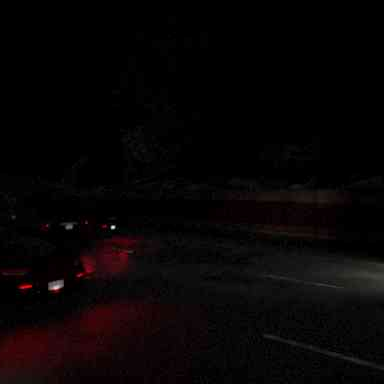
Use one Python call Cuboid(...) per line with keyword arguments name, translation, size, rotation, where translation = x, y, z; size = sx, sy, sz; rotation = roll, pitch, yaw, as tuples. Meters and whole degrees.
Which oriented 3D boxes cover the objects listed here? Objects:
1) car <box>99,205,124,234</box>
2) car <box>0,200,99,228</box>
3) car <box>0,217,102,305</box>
Cuboid(name="car", translation=(-5.650, 1.460, 17.901), size=(4.892, 1.490, 1.837), rotation=(0, 0, 42))
Cuboid(name="car", translation=(-6.132, 1.310, 13.648), size=(4.553, 1.767, 2.097), rotation=(0, 0, 41))
Cuboid(name="car", translation=(-4.241, 1.499, 7.448), size=(4.674, 1.442, 1.812), rotation=(0, 0, 39))
